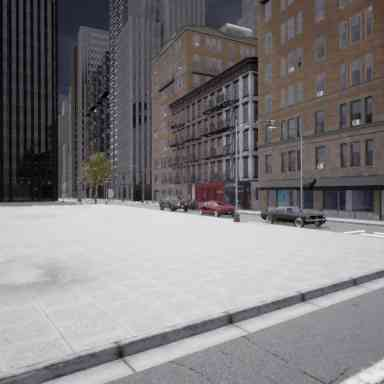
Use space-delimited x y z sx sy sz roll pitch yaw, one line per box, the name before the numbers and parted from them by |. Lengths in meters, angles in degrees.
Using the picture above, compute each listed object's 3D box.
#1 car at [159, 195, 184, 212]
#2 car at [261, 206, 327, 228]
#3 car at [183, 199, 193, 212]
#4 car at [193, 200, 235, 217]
car | -2.360 1.412 42.017 2.150 2.045 5.566 0 0 -27
car | 6.953 1.676 23.092 1.895 1.301 4.718 0 0 -26
car | 0.997 1.733 41.288 1.994 1.385 4.181 0 0 -26
car | 2.321 1.608 32.490 1.882 1.535 5.008 0 0 -26
